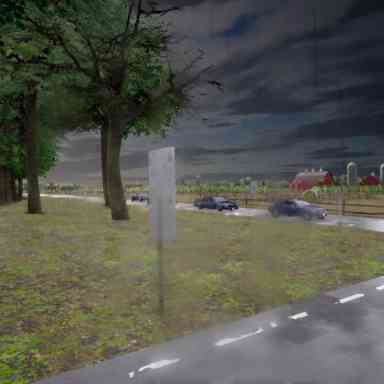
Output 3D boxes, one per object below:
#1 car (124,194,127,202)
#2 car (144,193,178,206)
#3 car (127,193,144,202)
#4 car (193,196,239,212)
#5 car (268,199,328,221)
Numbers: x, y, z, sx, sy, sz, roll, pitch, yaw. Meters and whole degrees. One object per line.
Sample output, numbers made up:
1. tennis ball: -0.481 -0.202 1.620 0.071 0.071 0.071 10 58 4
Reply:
1. car: -11.769 0.752 52.673 2.128 1.511 4.902 -1 1 -35
2. car: -3.620 0.797 41.238 2.097 1.767 4.553 -1 2 -36
3. car: -8.066 0.810 52.362 1.994 1.385 4.181 -1 1 -35
4. car: 2.266 1.142 33.071 2.033 1.411 5.357 -1 2 -36
5. car: 7.903 1.277 25.233 1.812 1.442 4.674 -1 2 -35
